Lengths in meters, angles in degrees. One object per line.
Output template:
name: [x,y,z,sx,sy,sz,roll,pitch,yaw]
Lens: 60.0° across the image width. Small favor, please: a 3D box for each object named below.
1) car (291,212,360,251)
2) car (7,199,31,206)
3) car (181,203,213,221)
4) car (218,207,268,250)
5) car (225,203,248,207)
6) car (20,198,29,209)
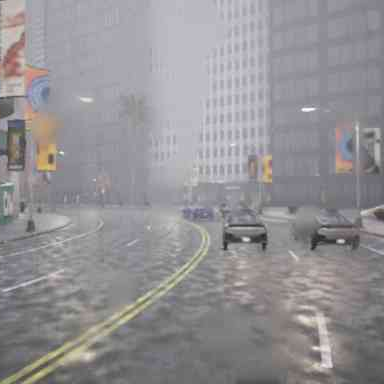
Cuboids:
car: [5.759,1.652,14.867,2.128,1.511,4.902,0,0,4]
car: [-37.784,2.287,72.695,4.892,1.521,2.231,0,-1,29]
car: [0.418,1.818,31.491,1.882,1.535,5.008,0,0,-18]
car: [2.291,1.659,15.331,2.128,1.511,4.902,0,0,4]
car: [4.047,1.848,31.638,1.837,1.490,4.892,0,0,-17]
car: [-30.785,1.864,57.402,5.566,2.045,2.150,-1,-1,29]
